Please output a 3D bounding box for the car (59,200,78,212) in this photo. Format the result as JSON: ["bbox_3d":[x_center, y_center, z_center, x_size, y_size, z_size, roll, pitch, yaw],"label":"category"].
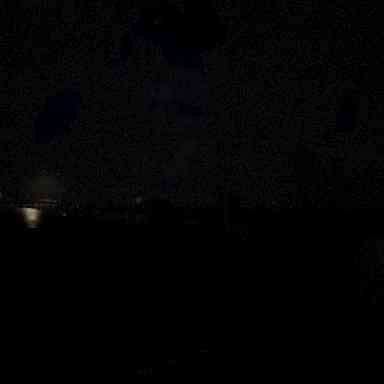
[{"bbox_3d":[-17.091,1.846,45.635,1.837,1.490,4.892,0,0,-35],"label":"car"}]
